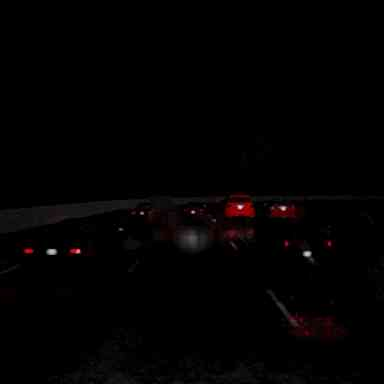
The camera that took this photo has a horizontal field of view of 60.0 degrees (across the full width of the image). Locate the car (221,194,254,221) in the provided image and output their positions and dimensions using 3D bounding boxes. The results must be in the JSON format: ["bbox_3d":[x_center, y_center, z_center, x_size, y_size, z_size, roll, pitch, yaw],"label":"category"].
[{"bbox_3d":[3.619,1.208,26.891,2.150,2.045,5.566,0,0,2],"label":"car"}]

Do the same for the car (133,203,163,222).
[{"bbox_3d":[-3.426,1.533,25.807,2.033,1.411,5.357,0,0,2],"label":"car"}]

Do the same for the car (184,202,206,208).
[{"bbox_3d":[0.215,1.549,28.167,1.994,1.385,4.181,0,0,3],"label":"car"}]

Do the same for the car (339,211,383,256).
[{"bbox_3d":[7.044,1.485,12.981,2.128,1.511,4.902,0,0,0],"label":"car"}]

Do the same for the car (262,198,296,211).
[{"bbox_3d":[7.195,1.336,27.888,2.097,1.767,4.553,0,0,3],"label":"car"}]

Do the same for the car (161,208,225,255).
[{"bbox_3d":[0.046,1.558,13.216,1.994,1.385,4.181,0,0,1],"label":"car"}]

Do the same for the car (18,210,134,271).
[{"bbox_3d":[-3.477,1.542,10.800,2.033,1.411,5.357,0,0,1],"label":"car"}]

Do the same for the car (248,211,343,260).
[{"bbox_3d":[3.539,1.594,12.373,1.895,1.301,4.718,0,0,1],"label":"car"}]
